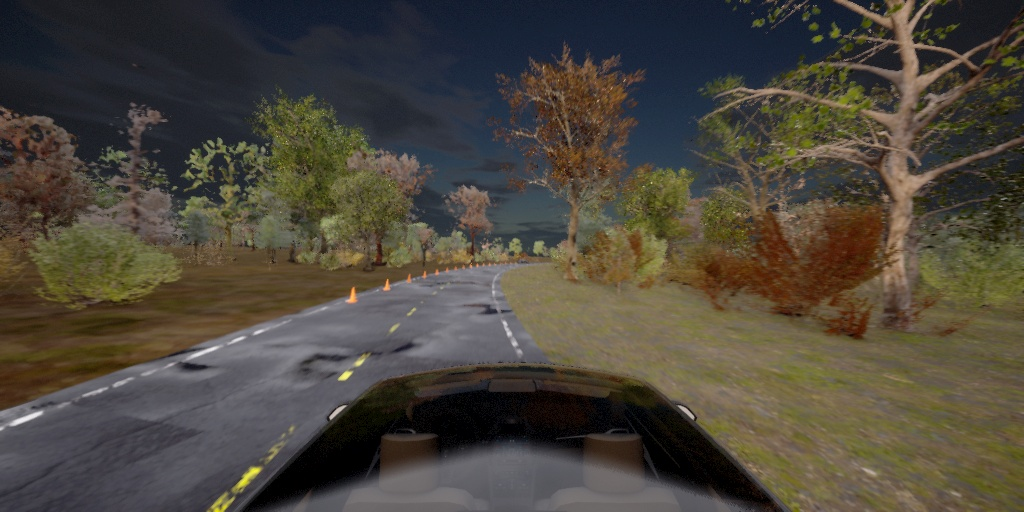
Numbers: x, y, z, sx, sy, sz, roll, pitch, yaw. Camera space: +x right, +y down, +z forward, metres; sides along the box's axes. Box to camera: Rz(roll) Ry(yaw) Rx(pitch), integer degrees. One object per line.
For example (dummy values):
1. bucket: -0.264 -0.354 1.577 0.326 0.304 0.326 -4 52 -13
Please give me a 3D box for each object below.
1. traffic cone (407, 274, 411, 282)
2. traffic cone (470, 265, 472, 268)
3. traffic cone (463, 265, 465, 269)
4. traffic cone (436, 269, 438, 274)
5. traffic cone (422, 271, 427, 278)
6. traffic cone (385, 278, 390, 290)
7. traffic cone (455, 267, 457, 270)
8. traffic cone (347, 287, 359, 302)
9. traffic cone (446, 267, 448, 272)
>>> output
1. traffic cone: -6.988 1.485 24.328 0.340 0.580 0.340 0 0 -3
2. traffic cone: -6.282 1.497 54.662 0.340 0.580 0.340 0 0 5
3. traffic cone: -6.685 1.486 49.617 0.340 0.580 0.340 0 0 4
4. traffic cone: -7.210 1.475 34.446 0.340 0.580 0.340 0 0 0
5. traffic cone: -7.156 1.478 29.386 0.340 0.580 0.340 0 0 -1
6. traffic cone: -6.705 1.495 19.275 0.340 0.580 0.340 0 0 -4
7. traffic cone: -6.975 1.479 44.565 0.340 0.580 0.340 0 0 3
8. traffic cone: -6.309 1.509 14.229 0.340 0.580 0.340 0 0 -5
9. traffic cone: -7.149 1.475 39.507 0.340 0.580 0.340 0 0 1
